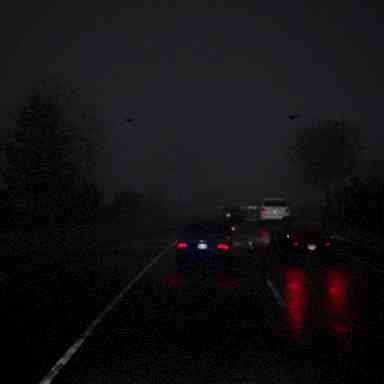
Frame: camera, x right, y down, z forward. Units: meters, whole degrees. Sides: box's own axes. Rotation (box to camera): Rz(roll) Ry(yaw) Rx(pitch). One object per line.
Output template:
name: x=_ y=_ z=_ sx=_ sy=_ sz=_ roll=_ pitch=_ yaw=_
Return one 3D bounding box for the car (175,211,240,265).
car: x=0.584 y=1.658 z=12.223 sx=2.033 sy=1.411 sz=5.357 roll=0 pitch=0 yaw=7

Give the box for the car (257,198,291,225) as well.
car: x=6.487 y=1.465 z=26.029 sx=2.150 sy=2.045 sz=5.566 roll=0 pitch=0 yaw=14

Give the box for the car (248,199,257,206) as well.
car: x=12.742 y=2.110 z=66.826 sx=2.128 sy=1.511 sz=4.902 roll=0 pitch=-1 yaw=31

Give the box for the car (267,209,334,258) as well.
car: x=4.261 y=1.648 z=13.262 sx=1.812 sy=1.442 sz=4.674 roll=0 pitch=0 yaw=8

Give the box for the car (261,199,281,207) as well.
car: x=15.486 y=2.133 z=64.678 sx=2.033 sy=1.411 sz=5.357 roll=0 pitch=-1 yaw=33

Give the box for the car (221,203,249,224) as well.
car: x=3.333 y=1.814 z=27.734 sx=1.994 sy=1.385 sz=4.181 roll=0 pitch=0 yaw=15
